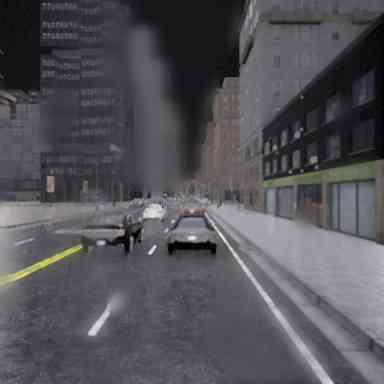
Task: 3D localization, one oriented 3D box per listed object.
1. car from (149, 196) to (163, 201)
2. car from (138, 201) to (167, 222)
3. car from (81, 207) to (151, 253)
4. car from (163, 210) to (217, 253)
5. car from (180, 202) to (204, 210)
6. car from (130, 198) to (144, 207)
[{"bbox_3d":[-6.477,1.767,59.710,2.150,2.045,5.566,0,-1,0],"label":"car"},{"bbox_3d":[-3.233,1.800,29.378,1.812,1.442,4.674,0,0,0],"label":"car"},{"bbox_3d":[-3.240,1.627,14.297,2.128,1.511,4.902,0,0,0],"label":"car"},{"bbox_3d":[0.012,1.699,14.338,1.994,1.385,4.181,0,0,0],"label":"car"},{"bbox_3d":[0.014,1.622,29.075,2.097,1.767,4.553,0,-1,0],"label":"car"},{"bbox_3d":[-9.728,1.910,59.671,2.097,1.767,4.553,0,0,0],"label":"car"}]
